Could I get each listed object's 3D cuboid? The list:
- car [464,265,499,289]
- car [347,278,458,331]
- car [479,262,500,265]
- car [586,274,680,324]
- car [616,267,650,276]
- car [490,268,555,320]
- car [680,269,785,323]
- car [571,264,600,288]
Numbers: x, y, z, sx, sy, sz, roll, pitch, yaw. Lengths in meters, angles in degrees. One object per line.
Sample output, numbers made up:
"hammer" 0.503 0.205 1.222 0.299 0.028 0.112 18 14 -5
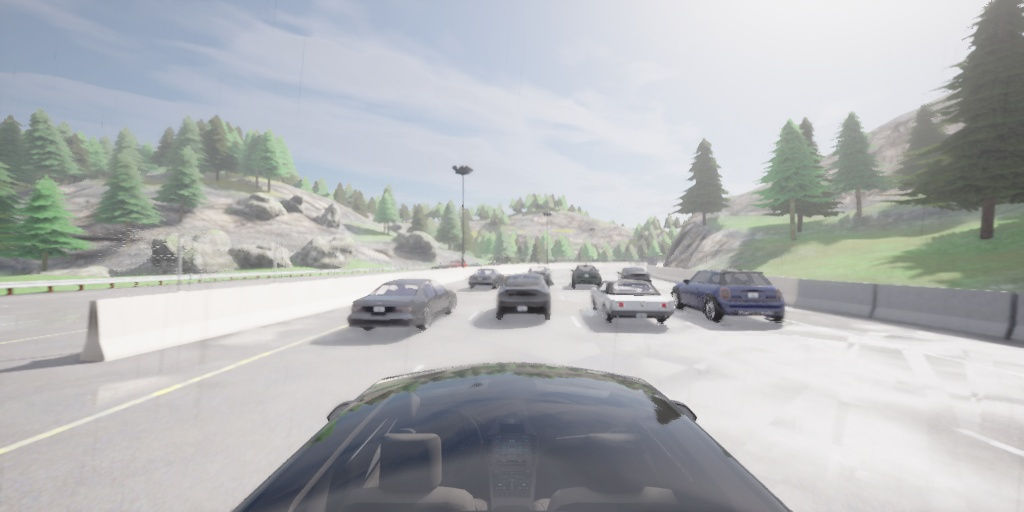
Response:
"car" -1.739 1.589 25.974 2.033 1.411 5.357 0 -1 9
"car" -3.160 1.414 11.478 2.033 1.411 5.357 0 -1 4
"car" -3.553 1.856 64.448 2.097 1.767 4.553 0 -1 19
"car" 3.957 1.485 12.658 1.895 1.301 4.718 0 -1 5
"car" 9.031 1.563 26.838 1.837 1.490 4.892 0 0 9
"car" 0.517 1.398 13.465 1.837 1.490 4.892 0 0 5
"car" 7.504 1.241 13.016 2.097 1.767 4.553 0 -1 5
"car" 5.543 1.411 27.164 2.097 1.767 4.553 0 -1 9
